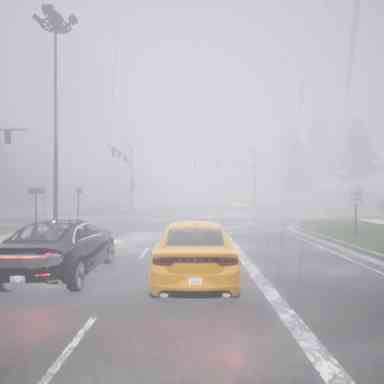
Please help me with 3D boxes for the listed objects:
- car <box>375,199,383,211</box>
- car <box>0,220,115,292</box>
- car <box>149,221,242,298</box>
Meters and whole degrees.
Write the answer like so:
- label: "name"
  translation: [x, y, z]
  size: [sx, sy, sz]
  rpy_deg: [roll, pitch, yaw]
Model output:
- label: "car"
  translation: [24.686, 1.206, 39.110]
  size: [5.566, 2.045, 2.150]
  rpy_deg: [0, 0, -1]
- label: "car"
  translation: [-3.421, 1.488, 8.922]
  size: [2.128, 1.511, 4.902]
  rpy_deg: [0, 0, 0]
- label: "car"
  translation: [0.071, 1.474, 8.539]
  size: [1.882, 1.535, 5.008]
  rpy_deg: [0, 0, 0]
